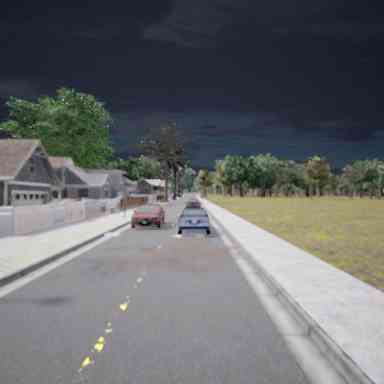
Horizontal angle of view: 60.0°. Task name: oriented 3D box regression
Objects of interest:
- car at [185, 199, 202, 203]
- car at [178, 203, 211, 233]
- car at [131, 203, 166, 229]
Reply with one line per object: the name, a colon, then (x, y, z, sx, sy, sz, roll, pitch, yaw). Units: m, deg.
car: (0.154, 1.628, 42.462, 1.837, 1.490, 4.892, 0, 0, 0)
car: (0.125, 1.608, 19.939, 2.033, 1.411, 5.357, 0, 0, 0)
car: (-2.819, 1.545, 22.293, 1.882, 1.535, 5.008, 0, 0, 0)
